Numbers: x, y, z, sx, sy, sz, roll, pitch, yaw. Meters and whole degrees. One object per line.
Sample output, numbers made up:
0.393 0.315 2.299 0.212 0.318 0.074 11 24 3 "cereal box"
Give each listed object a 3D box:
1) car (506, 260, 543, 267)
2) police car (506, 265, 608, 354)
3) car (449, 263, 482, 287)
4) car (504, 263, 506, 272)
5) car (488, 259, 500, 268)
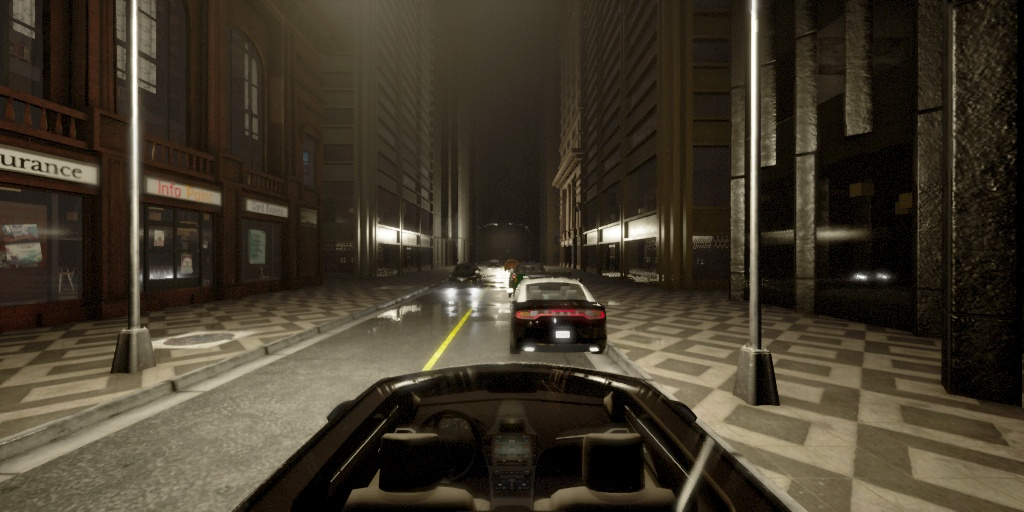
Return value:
0.872 1.111 18.752 2.097 1.767 4.553 0 0 0 "car"
0.889 1.178 8.891 1.930 1.638 5.238 0 0 0 "police car"
-3.140 1.271 24.803 1.837 1.490 4.892 0 0 0 "car"
-0.035 1.281 48.219 1.882 1.535 5.008 0 0 0 "car"
-3.101 1.320 63.040 1.882 1.535 5.008 0 0 0 "car"
